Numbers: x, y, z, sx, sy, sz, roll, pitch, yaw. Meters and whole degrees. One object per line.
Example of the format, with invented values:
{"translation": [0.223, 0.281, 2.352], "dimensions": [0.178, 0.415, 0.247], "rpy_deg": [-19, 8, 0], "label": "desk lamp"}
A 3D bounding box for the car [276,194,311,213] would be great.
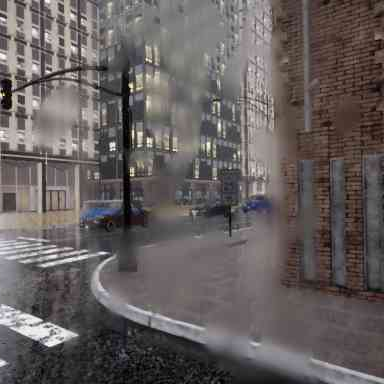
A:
{"translation": [11.794, 1.272, 38.300], "dimensions": [2.150, 2.045, 5.566], "rpy_deg": [-1, -1, 36], "label": "car"}

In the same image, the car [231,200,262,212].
{"translation": [6.870, 1.689, 41.360], "dimensions": [1.752, 1.417, 4.829], "rpy_deg": [-2, -1, 36], "label": "car"}

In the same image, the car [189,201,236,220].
{"translation": [1.635, 1.578, 29.603], "dimensions": [2.128, 1.511, 4.902], "rpy_deg": [-1, -1, 36], "label": "car"}

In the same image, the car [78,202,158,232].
{"translation": [-4.447, 1.614, 21.115], "dimensions": [2.033, 1.411, 5.357], "rpy_deg": [-1, -1, 36], "label": "car"}

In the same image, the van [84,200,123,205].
{"translation": [-5.964, 1.460, 23.450], "dimensions": [1.690, 1.788, 3.998], "rpy_deg": [-2, -1, 36], "label": "van"}

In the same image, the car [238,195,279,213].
{"translation": [7.726, 1.330, 38.097], "dimensions": [2.150, 2.045, 5.566], "rpy_deg": [-1, -1, 36], "label": "car"}
